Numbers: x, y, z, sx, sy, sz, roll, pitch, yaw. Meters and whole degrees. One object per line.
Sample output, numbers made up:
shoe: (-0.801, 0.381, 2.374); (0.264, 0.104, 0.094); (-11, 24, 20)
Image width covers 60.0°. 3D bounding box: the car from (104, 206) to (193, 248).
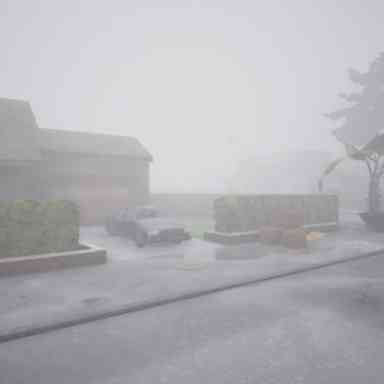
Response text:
car: (-2.095, 1.321, 13.901); (2.033, 1.415, 5.357); (0, 0, -33)
